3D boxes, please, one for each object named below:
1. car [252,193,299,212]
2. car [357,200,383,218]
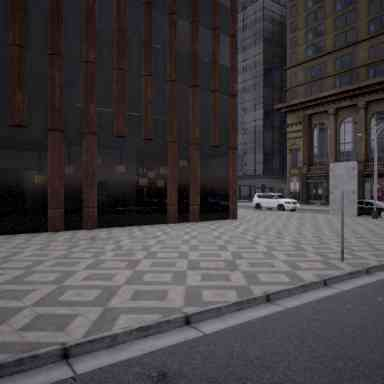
[{"bbox_3d":[9.276,1.141,37.338,2.150,2.045,5.566,0,0,-36],"label":"car"},{"bbox_3d":[15.427,1.454,28.688,1.837,1.490,4.892,0,0,-37],"label":"car"}]
